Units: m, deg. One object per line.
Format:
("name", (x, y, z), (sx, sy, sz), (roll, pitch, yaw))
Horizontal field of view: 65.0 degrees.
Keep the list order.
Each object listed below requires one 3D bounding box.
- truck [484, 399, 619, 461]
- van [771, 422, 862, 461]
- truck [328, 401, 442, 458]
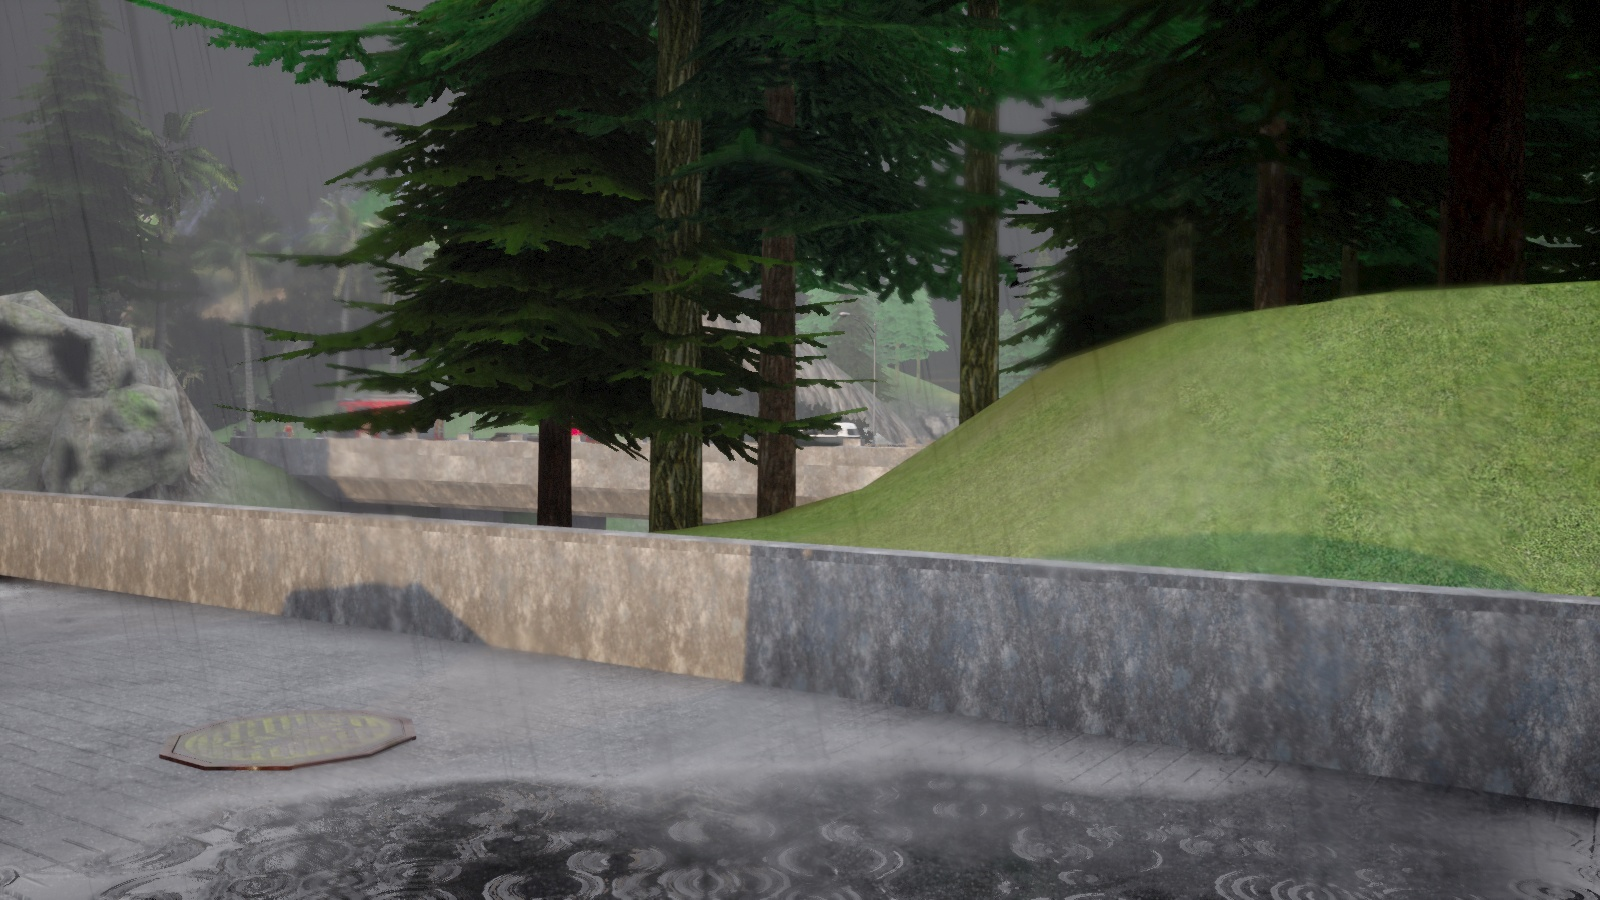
("truck", (-14.560, -1.119, 73.285), (7.936, 3.462, 2.891), (0, 1, 34))
("van", (0.875, -0.480, 67.871), (4.480, 2.038, 2.069), (0, 1, 34))
("truck", (-29.025, -1.368, 87.666), (8.468, 3.827, 2.891), (0, 1, 34))
